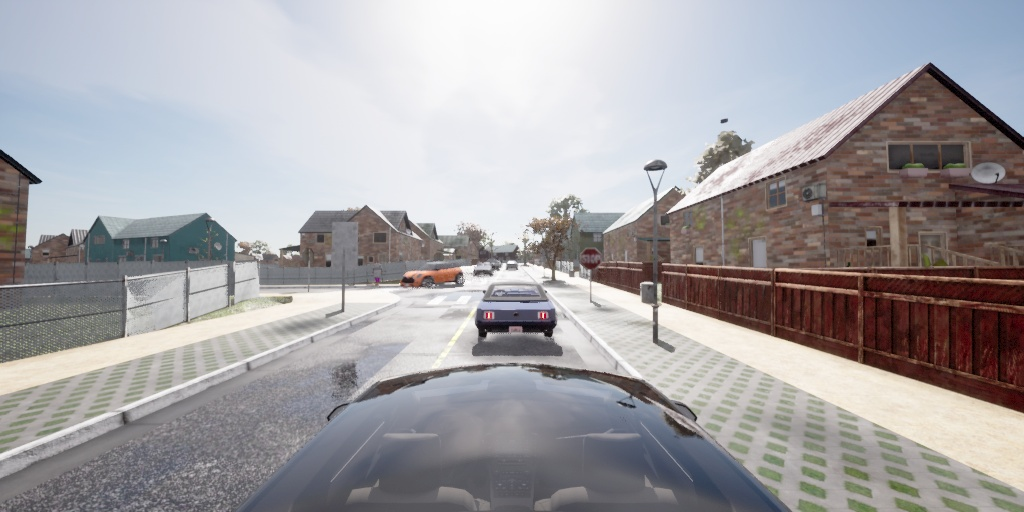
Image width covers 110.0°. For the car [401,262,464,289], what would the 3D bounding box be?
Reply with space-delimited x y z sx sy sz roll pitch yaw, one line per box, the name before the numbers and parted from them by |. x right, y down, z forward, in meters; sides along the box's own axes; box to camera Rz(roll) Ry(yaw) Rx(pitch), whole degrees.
car | -5.510 1.250 25.175 2.097 1.767 4.553 -2 1 36

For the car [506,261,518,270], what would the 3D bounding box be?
car | 0.005 1.477 58.062 2.033 1.411 5.357 0 0 0

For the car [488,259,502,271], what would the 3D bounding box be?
car | -2.920 1.251 52.571 2.097 1.767 4.553 0 0 0

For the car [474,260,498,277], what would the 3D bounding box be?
car | -2.912 1.382 37.897 2.033 1.411 5.357 0 0 0

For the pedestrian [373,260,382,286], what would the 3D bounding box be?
pedestrian | -9.955 1.223 26.540 0.375 1.860 0.375 0 -2 5

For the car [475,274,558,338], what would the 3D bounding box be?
car | 0.085 1.361 10.231 1.895 1.301 4.718 0 0 0
